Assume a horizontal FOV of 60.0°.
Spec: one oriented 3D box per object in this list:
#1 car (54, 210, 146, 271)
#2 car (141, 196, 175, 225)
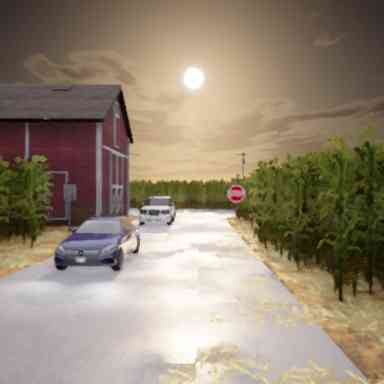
[{"bbox_3d":[-2.915,1.553,11.187,1.812,1.442,4.674,0,0,1],"label":"car"},{"bbox_3d":[-2.451,1.330,24.773,2.150,2.045,5.566,0,0,2],"label":"car"}]
